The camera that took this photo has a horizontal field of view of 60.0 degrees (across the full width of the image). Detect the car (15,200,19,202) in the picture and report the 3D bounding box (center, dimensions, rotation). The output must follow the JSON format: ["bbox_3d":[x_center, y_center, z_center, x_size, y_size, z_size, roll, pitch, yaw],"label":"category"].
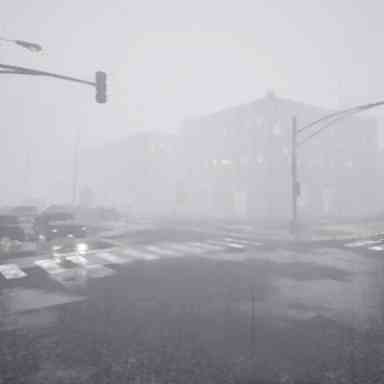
[{"bbox_3d":[-30.217,2.263,60.358,1.887,1.381,4.507,-1,0,-35],"label":"car"}]

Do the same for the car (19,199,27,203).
[{"bbox_3d":[-27.012,1.975,55.848,2.192,1.841,5.009,-1,0,-35],"label":"car"}]

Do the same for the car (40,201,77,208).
[{"bbox_3d":[-12.565,1.890,31.128,1.812,1.442,4.674,-1,0,-35],"label":"car"}]

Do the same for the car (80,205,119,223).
[{"bbox_3d":[-7.749,1.843,28.792,2.008,1.369,4.403,-1,0,-35],"label":"car"}]

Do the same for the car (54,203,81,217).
[{"bbox_3d":[-14.167,2.000,37.811,1.802,1.307,4.206,-1,0,-35],"label":"car"}]

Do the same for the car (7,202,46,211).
[{"bbox_3d":[-13.154,1.853,26.417,1.837,1.490,4.892,-1,0,-36],"label":"car"}]

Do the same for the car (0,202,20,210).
[{"bbox_3d":[-19.060,2.064,34.723,1.895,1.301,4.718,-1,0,-36],"label":"car"}]

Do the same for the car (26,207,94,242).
[{"bbox_3d":[-7.470,1.782,18.430,2.033,1.411,5.357,-1,0,-35],"label":"car"}]

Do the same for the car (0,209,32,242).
[{"bbox_3d":[-9.837,1.823,17.065,1.947,1.339,4.313,-1,0,-35],"label":"car"}]

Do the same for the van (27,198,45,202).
[{"bbox_3d":[-23.801,1.942,51.339,1.690,1.788,3.998,-1,0,-35],"label":"van"}]

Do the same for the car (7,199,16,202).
[{"bbox_3d":[-36.636,2.400,69.377,1.947,1.339,4.313,-1,0,-35],"label":"car"}]

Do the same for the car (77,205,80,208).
[{"bbox_3d":[-10.958,1.937,33.302,1.802,1.307,4.206,-1,0,-35],"label":"car"}]

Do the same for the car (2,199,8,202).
[{"bbox_3d":[-46.267,2.446,82.905,1.967,1.590,4.097,-1,0,-35],"label":"car"}]
